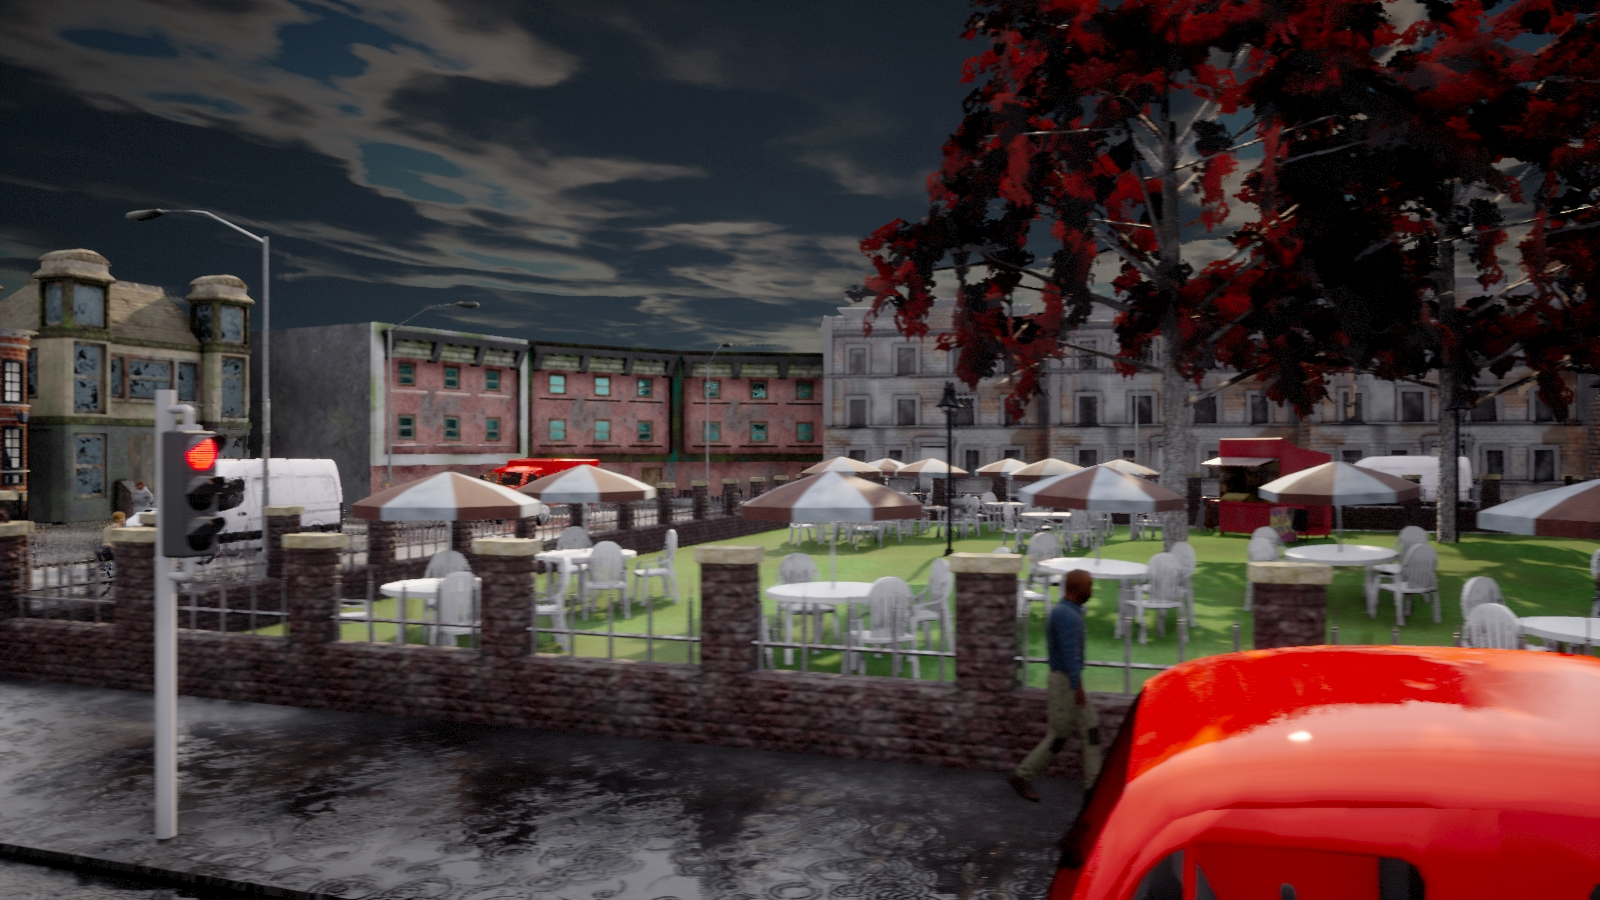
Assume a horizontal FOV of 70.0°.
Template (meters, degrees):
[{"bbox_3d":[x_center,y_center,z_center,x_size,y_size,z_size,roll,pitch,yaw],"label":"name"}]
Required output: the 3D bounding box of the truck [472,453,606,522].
[{"bbox_3d":[-9.891,1.349,43.796,2.627,2.467,5.204,0,0,20],"label":"truck"}]

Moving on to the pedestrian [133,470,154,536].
[{"bbox_3d":[-18.966,1.526,33.005,0.375,1.860,0.375,0,0,20],"label":"pedestrian"}]

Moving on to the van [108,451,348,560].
[{"bbox_3d":[-14.747,1.315,29.973,1.988,2.561,5.915,0,0,19],"label":"van"}]

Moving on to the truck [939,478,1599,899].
[{"bbox_3d":[3.161,1.348,2.644,5.204,2.467,2.627,0,0,19],"label":"truck"}]

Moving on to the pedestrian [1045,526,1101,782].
[{"bbox_3d":[2.081,1.525,8.687,0.375,1.860,0.375,0,0,20],"label":"pedestrian"}]

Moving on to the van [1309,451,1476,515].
[{"bbox_3d":[24.417,1.316,47.386,5.915,2.561,1.988,0,0,19],"label":"van"}]

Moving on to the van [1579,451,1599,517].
[{"bbox_3d":[33.842,1.315,44.093,5.915,2.561,1.988,0,0,19],"label":"van"}]
